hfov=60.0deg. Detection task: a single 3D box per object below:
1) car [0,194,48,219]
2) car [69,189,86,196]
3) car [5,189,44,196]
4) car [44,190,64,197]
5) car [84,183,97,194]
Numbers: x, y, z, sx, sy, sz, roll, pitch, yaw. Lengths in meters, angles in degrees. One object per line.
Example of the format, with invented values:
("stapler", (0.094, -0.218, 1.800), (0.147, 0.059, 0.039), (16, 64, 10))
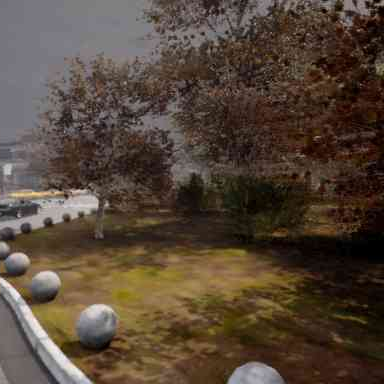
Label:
("car", (-14.074, 1.271, 27.039), (1.837, 1.490, 4.892), (0, 2, 4))
("car", (-20.605, -0.135, 56.138), (1.946, 1.575, 5.366), (0, 3, 13))
("car", (-23.143, 0.383, 45.398), (1.946, 1.575, 5.366), (0, 3, 13))
("car", (-21.869, 0.123, 50.766), (1.946, 1.575, 5.366), (0, 3, 13))
("car", (-19.274, -0.653, 61.774), (2.435, 2.045, 5.566), (0, 3, 13))
